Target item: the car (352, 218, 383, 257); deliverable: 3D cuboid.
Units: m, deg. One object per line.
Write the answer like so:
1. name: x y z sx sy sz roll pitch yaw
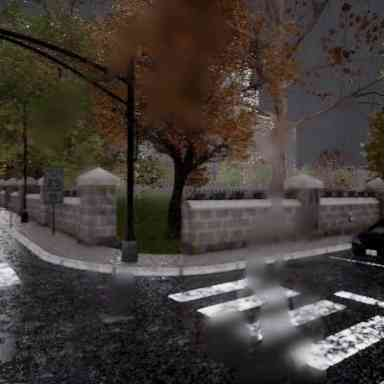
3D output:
1. car: 7.515 1.566 11.915 4.313 1.339 1.947 0 0 -35
